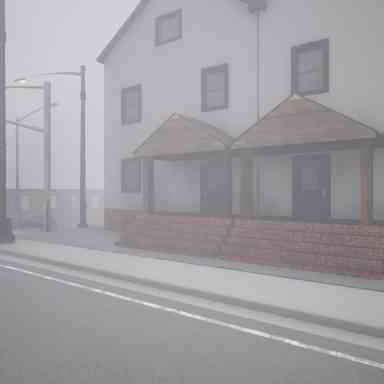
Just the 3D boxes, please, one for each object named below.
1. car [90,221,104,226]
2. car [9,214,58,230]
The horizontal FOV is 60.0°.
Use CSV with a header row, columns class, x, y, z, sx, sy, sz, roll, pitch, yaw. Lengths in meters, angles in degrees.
class,x,y,z,sx,sy,sz,roll,pitch,yaw
car,-8.950,3.820,36.396,2.097,1.767,4.553,0,-12,35
car,-14.051,2.655,29.306,1.994,1.385,4.181,0,-9,36
